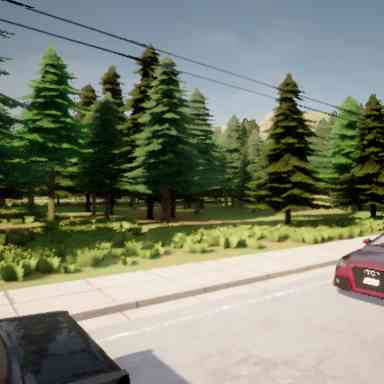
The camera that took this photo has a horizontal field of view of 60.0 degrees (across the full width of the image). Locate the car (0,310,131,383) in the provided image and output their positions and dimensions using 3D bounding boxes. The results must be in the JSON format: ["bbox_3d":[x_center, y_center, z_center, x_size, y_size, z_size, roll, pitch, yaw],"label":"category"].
[{"bbox_3d":[-2.870,1.594,1.959,4.718,1.301,1.895,0,0,-36],"label":"car"}]

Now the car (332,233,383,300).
[{"bbox_3d":[5.168,1.607,7.777,4.181,1.385,1.994,0,0,-36],"label":"car"}]
